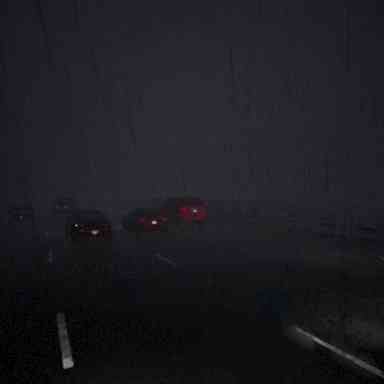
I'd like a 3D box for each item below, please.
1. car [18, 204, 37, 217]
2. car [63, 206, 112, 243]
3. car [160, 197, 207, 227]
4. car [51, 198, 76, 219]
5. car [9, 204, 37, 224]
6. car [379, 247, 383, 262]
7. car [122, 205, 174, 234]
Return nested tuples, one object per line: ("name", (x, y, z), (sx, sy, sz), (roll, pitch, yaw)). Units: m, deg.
("car", (-19.458, 2.120, 39.476), (1.895, 1.301, 4.718), (0, -1, -25))
("car", (-5.262, 1.616, 16.794), (1.812, 1.442, 4.674), (0, -1, -25))
("car", (-0.923, 1.370, 24.148), (2.150, 2.045, 5.566), (0, -1, -25))
("car", (-13.001, 1.598, 33.755), (2.150, 2.045, 5.566), (0, -1, -24))
("car", (-14.175, 1.781, 27.895), (2.128, 1.511, 4.902), (0, -1, -25))
("car", (6.777, 1.608, 7.272), (1.895, 1.301, 4.718), (0, 0, -25))
("car", (-2.919, 1.678, 20.090), (1.994, 1.385, 4.181), (0, -1, -25))
